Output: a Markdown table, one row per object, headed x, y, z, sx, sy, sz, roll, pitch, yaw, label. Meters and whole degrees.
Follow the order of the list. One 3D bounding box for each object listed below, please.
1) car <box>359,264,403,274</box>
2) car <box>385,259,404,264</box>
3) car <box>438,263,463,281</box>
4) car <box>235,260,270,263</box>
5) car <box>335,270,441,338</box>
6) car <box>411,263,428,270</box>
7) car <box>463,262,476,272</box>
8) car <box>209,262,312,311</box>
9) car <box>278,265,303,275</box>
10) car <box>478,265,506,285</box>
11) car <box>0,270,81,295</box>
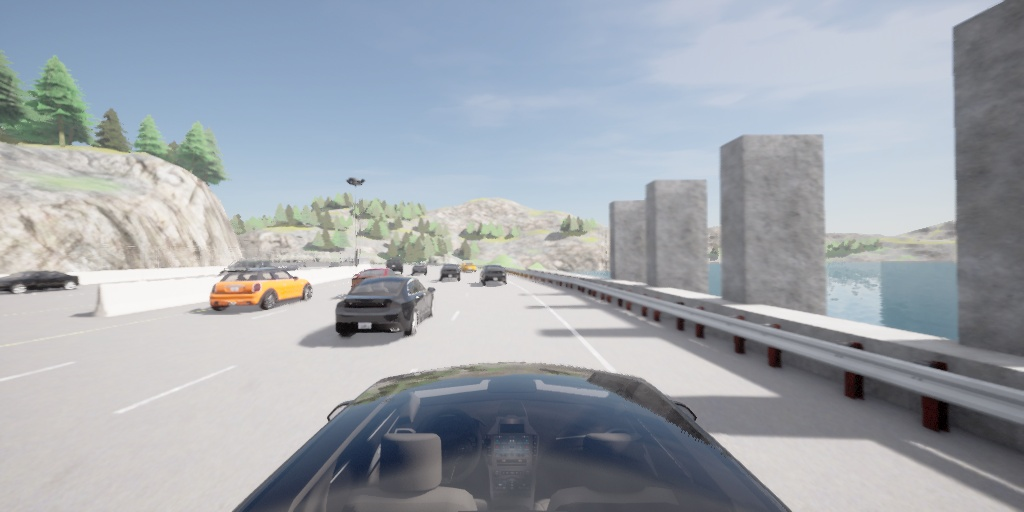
| x | y | z | sx | sy | sz | roll | pitch | yaw | label |
| --- | --- | --- | --- | --- | --- | --- | --- | --- | --- |
| -7.650 | 1.435 | 20.607 | 1.882 | 1.535 | 5.008 | 0 | 0 | -6 | car |
| -15.844 | 1.449 | 48.330 | 2.150 | 2.045 | 5.566 | 0 | -1 | -16 | car |
| -5.969 | 1.533 | 34.508 | 1.837 | 1.490 | 4.892 | 1 | 0 | -10 | car |
| -23.639 | 1.432 | 32.188 | 2.150 | 2.045 | 5.566 | -1 | 0 | -10 | car |
| -3.494 | 1.352 | 10.622 | 1.837 | 1.490 | 4.892 | 0 | 0 | -3 | car |
| -11.941 | 1.663 | 46.380 | 2.128 | 1.511 | 4.902 | 0 | 0 | -14 | car |
| -6.745 | 1.642 | 54.315 | 1.882 | 1.535 | 5.008 | 0 | -1 | -16 | car |
| -10.848 | 1.314 | 15.927 | 2.097 | 1.767 | 4.553 | -1 | 0 | -4 | car |
| -31.689 | 1.988 | 51.510 | 1.994 | 1.385 | 4.181 | -1 | 0 | -16 | car |
| -1.586 | 1.448 | 28.855 | 1.837 | 1.490 | 4.892 | 1 | 0 | -8 | car |
| -33.128 | 1.747 | 24.765 | 1.882 | 1.535 | 5.008 | -1 | 0 | -8 | car |
